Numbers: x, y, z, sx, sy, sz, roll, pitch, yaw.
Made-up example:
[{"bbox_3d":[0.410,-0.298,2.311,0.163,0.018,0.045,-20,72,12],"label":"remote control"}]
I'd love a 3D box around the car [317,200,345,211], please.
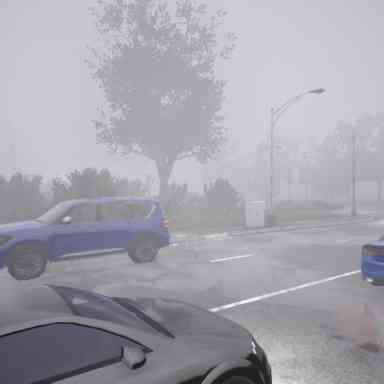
[{"bbox_3d":[16.052,1.601,40.600,1.895,1.301,4.718,0,0,-33],"label":"car"}]

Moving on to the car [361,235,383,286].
[{"bbox_3d":[6.126,1.478,8.155,5.008,1.535,1.882,0,0,-36],"label":"car"}]

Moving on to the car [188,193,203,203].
[{"bbox_3d":[1.446,1.173,56.727,2.150,2.045,5.566,0,0,-34],"label":"car"}]

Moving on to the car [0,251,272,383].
[{"bbox_3d":[-1.251,1.564,2.856,4.181,1.385,1.994,0,0,-36],"label":"car"}]

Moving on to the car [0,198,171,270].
[{"bbox_3d":[-3.302,1.221,10.238,5.566,2.045,2.150,0,0,-36],"label":"car"}]

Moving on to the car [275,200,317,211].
[{"bbox_3d":[12.191,1.600,40.139,1.895,1.301,4.718,0,0,-33],"label":"car"}]
